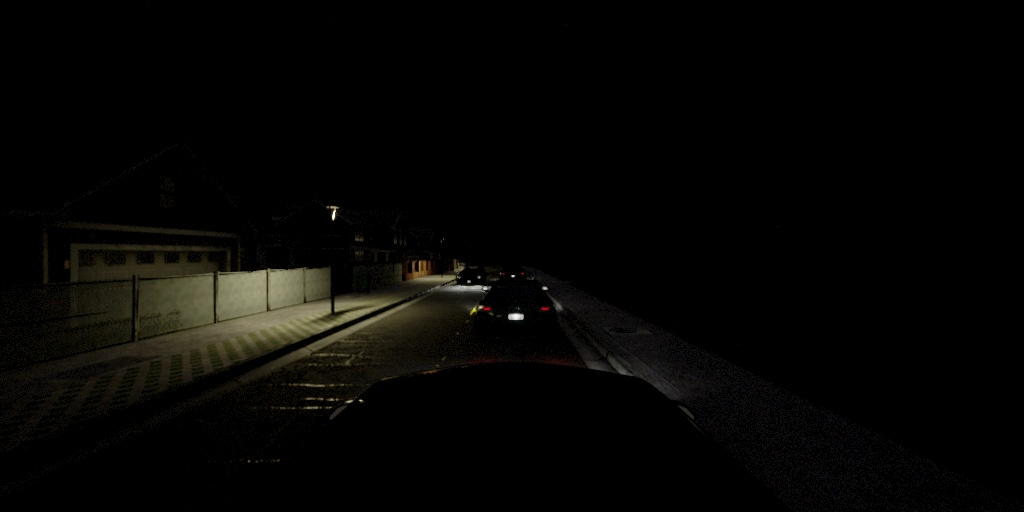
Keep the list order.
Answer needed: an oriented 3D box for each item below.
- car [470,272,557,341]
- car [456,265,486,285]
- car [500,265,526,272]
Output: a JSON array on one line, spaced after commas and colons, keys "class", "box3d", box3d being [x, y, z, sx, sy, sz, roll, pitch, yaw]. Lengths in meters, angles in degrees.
[{"class": "car", "box3d": [0.090, 1.328, 9.989, 1.994, 1.385, 4.181, 0, 0, 0]}, {"class": "car", "box3d": [-2.877, 1.339, 26.639, 2.033, 1.411, 5.357, 0, 0, 0]}, {"class": "car", "box3d": [0.071, 1.355, 26.638, 1.994, 1.385, 4.181, 0, 0, 0]}]
